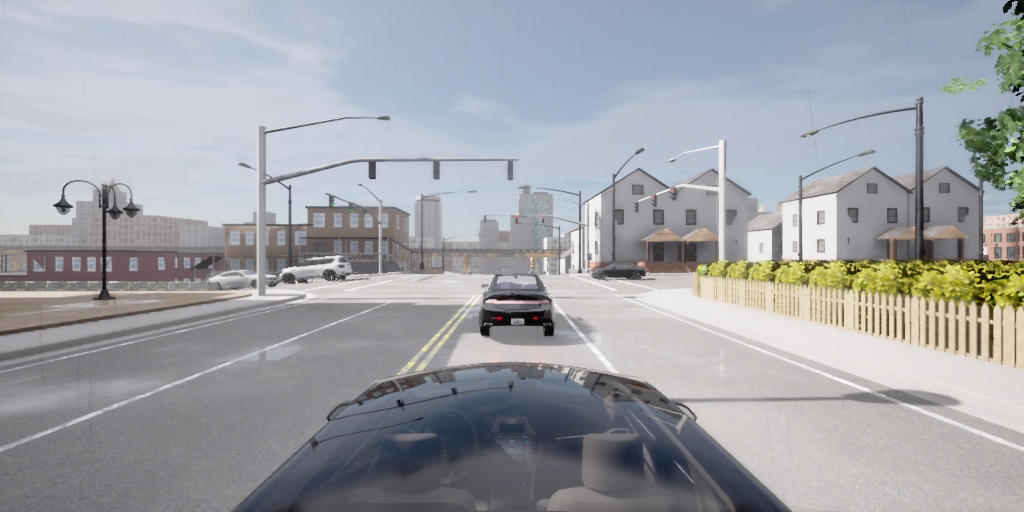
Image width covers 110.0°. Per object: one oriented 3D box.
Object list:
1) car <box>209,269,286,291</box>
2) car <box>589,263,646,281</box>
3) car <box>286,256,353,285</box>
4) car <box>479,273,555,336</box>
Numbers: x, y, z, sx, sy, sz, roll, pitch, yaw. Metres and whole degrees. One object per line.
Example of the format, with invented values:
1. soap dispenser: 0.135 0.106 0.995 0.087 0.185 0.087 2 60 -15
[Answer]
1. car: -19.660 1.751 26.256 4.674 1.442 1.812 -4 0 1
2. car: 8.867 1.292 30.219 4.674 1.442 1.812 0 0 -3
3. car: -16.356 1.184 30.013 5.566 2.045 2.150 -5 0 -1
4. car: 0.118 1.245 10.385 2.128 1.511 4.902 0 0 0
